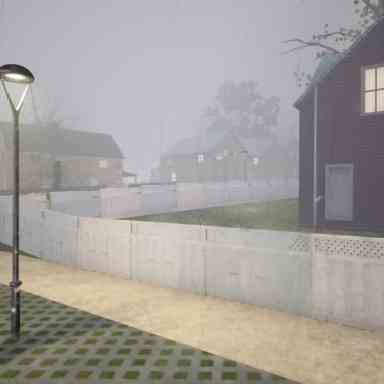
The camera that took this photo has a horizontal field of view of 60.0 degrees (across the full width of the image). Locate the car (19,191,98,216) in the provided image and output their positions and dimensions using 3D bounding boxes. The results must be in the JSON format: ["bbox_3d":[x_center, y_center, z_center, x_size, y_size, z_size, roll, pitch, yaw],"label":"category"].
[{"bbox_3d":[-9.232,0.729,23.275,4.718,1.301,1.895,-4,3,-40],"label":"car"}]

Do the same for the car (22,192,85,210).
[{"bbox_3d":[-8.566,0.719,19.927,5.008,1.535,1.882,-4,3,-40],"label":"car"}]

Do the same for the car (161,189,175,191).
[{"bbox_3d":[-2.142,0.211,29.219,4.718,1.301,1.895,-4,3,-40],"label":"car"}]
